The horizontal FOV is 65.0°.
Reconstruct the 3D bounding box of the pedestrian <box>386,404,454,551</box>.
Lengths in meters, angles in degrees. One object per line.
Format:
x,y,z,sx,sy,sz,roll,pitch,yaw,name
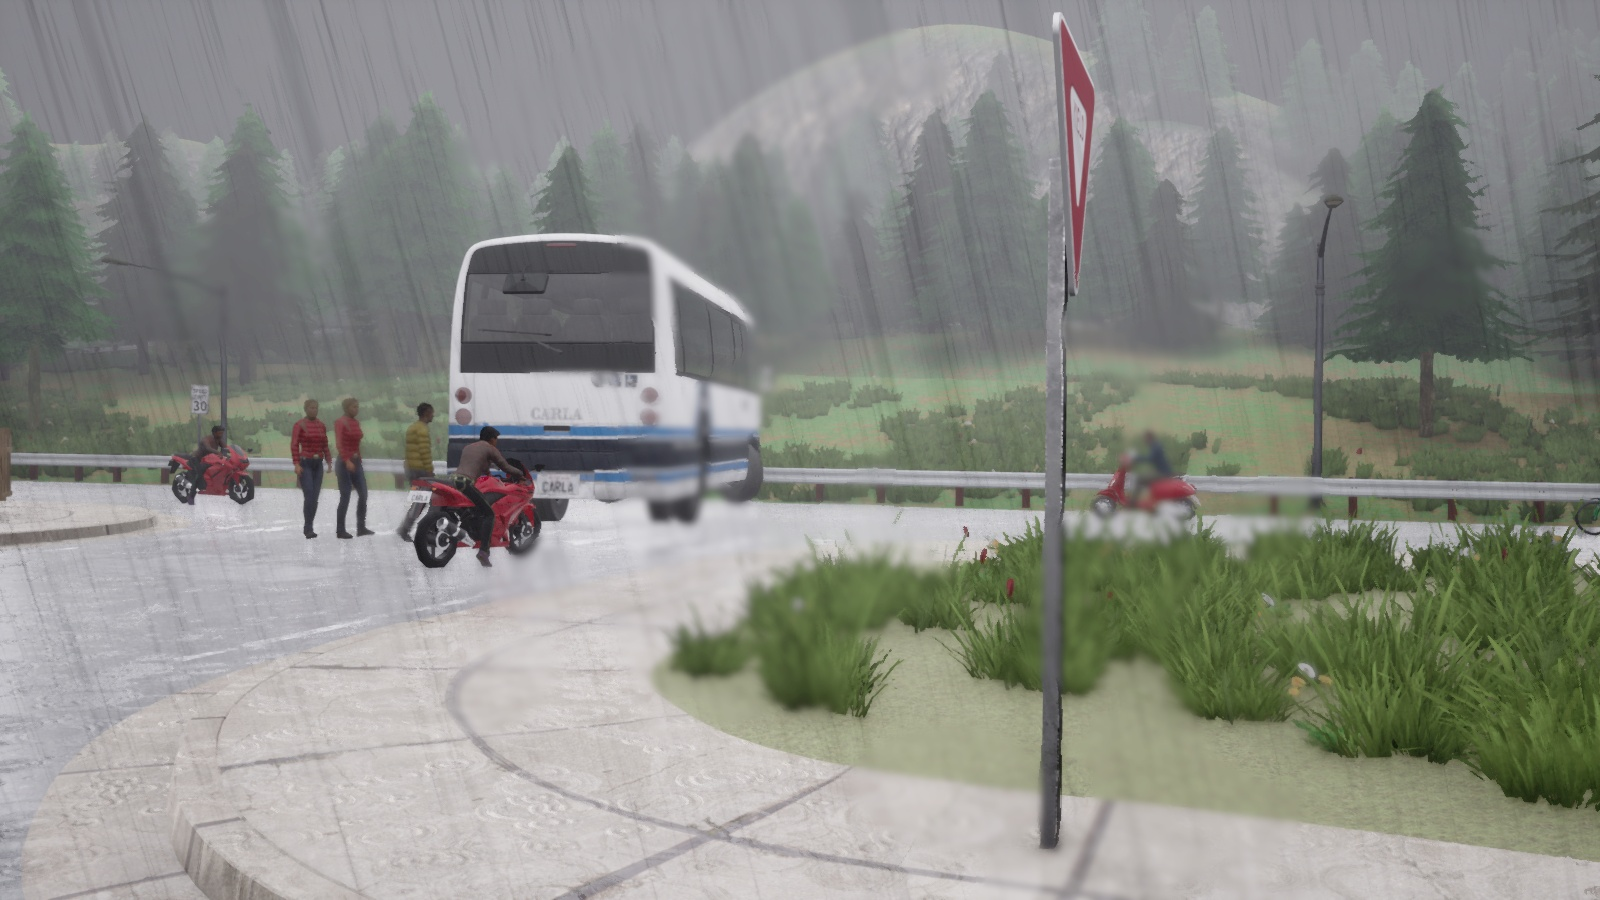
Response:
-4.898,0.340,16.193,0.709,1.840,0.431,-1,1,-42,pedestrian

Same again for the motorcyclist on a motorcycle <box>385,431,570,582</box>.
-3.490,0.557,13.804,0.797,1.523,2.044,0,1,27,motorcyclist on a motorcycle

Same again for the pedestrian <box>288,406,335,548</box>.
-6.469,0.348,16.622,0.331,1.846,0.636,-1,1,-45,pedestrian

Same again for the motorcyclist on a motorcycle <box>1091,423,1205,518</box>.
5.993,0.335,21.617,1.817,1.590,0.866,0,1,20,motorcyclist on a motorcycle

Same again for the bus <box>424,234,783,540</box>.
-2.852,-0.926,22.744,3.944,4.253,10.273,0,1,6,bus

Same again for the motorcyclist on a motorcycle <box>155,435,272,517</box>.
-11.264,0.486,24.119,2.044,1.523,0.797,0,1,20,motorcyclist on a motorcycle

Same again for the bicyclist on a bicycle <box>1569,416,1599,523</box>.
12.717,0.291,19.193,1.509,1.612,0.866,0,1,20,bicyclist on a bicycle

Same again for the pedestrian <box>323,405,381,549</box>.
-5.822,0.346,16.334,0.636,1.846,0.331,0,1,24,pedestrian
